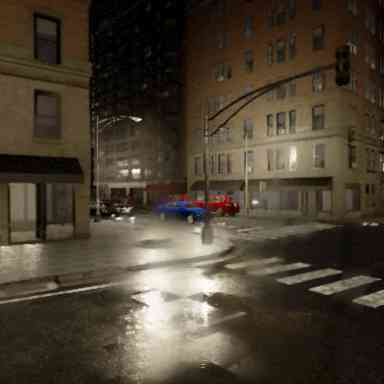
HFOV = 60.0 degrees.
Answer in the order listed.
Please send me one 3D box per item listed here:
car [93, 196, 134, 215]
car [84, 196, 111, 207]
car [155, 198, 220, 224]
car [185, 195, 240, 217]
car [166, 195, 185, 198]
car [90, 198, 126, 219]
[{"bbox_3d":[-7.485,1.426,32.023,1.812,1.442,4.674,0,1,-44],"label":"car"},{"bbox_3d":[-13.225,1.318,46.243,1.802,1.307,4.206,0,0,-44],"label":"car"},{"bbox_3d":[-0.565,1.468,24.878,1.882,1.535,5.008,0,1,-44],"label":"car"},{"bbox_3d":[2.108,1.254,30.420,2.192,1.841,5.009,0,0,-44],"label":"car"},{"bbox_3d":[-1.724,1.204,34.376,2.192,1.841,5.009,0,0,-44],"label":"car"},{"bbox_3d":[-7.845,1.503,28.440,1.947,1.339,4.313,0,0,-44],"label":"car"}]
